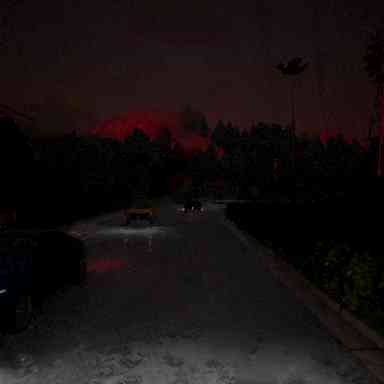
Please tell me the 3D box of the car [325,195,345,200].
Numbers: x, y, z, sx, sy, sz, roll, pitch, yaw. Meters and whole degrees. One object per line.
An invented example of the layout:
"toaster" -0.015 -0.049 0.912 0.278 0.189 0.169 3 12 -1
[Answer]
"car" 24.091 1.354 57.073 4.553 1.767 2.097 0 0 1

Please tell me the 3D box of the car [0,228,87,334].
"car" -3.598 1.526 6.880 1.812 1.442 4.674 0 0 0

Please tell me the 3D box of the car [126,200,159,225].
"car" -3.506 1.398 24.210 1.882 1.535 5.008 0 0 0

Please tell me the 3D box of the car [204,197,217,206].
"car" 2.372 1.527 54.383 1.812 1.442 4.674 0 0 32

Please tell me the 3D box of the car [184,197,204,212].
"car" 0.089 1.507 38.995 1.837 1.490 4.892 0 0 0
